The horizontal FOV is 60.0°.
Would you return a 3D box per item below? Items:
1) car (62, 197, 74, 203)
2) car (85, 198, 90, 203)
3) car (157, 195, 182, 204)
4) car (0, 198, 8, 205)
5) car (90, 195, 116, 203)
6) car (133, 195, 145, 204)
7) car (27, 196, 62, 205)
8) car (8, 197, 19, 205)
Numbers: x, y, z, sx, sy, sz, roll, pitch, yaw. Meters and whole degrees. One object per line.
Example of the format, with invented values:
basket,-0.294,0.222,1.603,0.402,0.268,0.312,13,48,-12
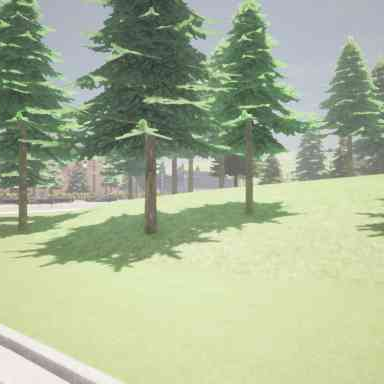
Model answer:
car,-26.437,1.595,67.581,1.895,1.301,4.718,0,0,35
car,-20.285,1.477,70.247,1.882,1.535,5.008,0,0,35
car,-4.774,1.352,66.151,2.097,1.767,4.553,0,0,36
car,-32.442,1.601,59.116,1.895,1.301,4.718,0,0,36
car,-17.708,1.499,67.826,1.837,1.490,4.892,0,0,35
car,-9.622,1.352,65.419,2.097,1.767,4.553,0,0,35
car,-25.521,1.492,56.861,2.128,1.511,4.902,0,0,35
car,-28.862,1.601,58.166,1.895,1.301,4.718,0,0,35
